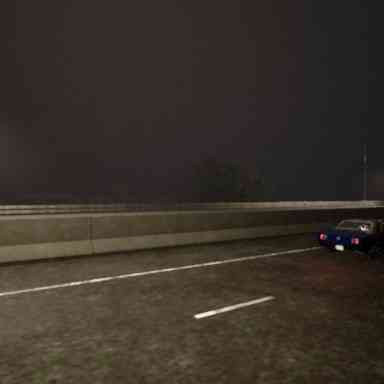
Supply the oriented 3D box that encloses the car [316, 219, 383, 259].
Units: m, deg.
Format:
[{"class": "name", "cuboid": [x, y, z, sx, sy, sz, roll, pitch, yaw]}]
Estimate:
[{"class": "car", "cuboid": [7.126, 1.738, 13.227, 4.718, 1.301, 1.895, 1, 0, -35]}]
